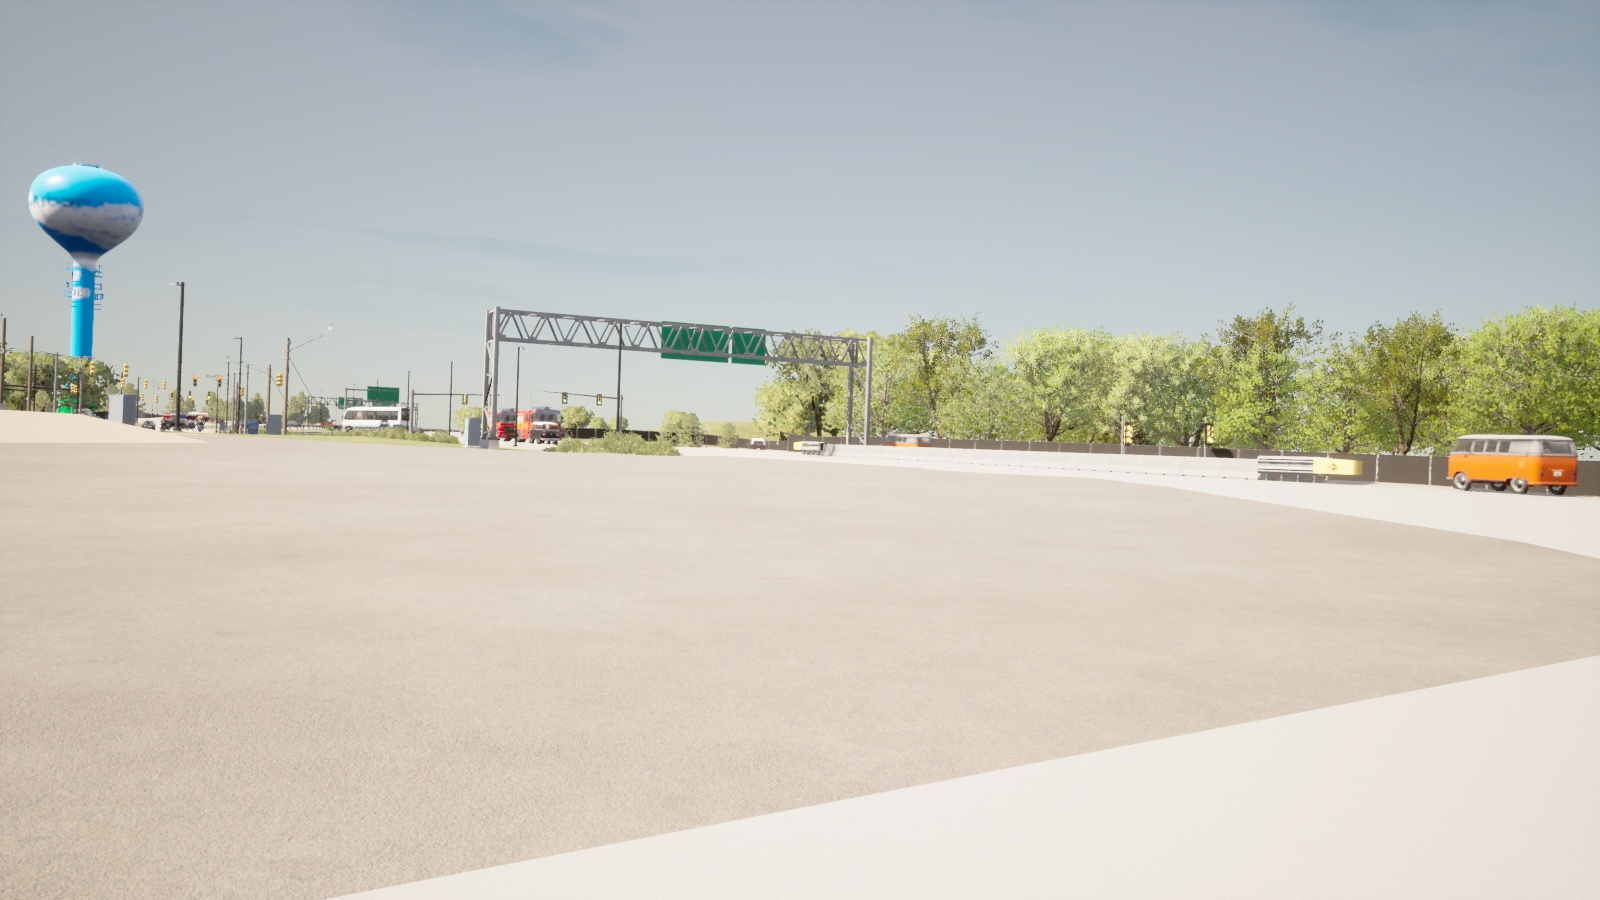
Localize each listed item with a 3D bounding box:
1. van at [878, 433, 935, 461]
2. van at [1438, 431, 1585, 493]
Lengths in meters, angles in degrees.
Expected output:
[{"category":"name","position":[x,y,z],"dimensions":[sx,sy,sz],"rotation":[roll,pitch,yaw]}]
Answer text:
[{"category":"van","position":[8.109,-0.243,95.890],"dimensions":[1.775,1.987,4.442],"rotation":[2,1,-35]},{"category":"van","position":[24.027,0.369,42.622],"dimensions":[1.775,1.987,4.442],"rotation":[1,1,-13]}]
